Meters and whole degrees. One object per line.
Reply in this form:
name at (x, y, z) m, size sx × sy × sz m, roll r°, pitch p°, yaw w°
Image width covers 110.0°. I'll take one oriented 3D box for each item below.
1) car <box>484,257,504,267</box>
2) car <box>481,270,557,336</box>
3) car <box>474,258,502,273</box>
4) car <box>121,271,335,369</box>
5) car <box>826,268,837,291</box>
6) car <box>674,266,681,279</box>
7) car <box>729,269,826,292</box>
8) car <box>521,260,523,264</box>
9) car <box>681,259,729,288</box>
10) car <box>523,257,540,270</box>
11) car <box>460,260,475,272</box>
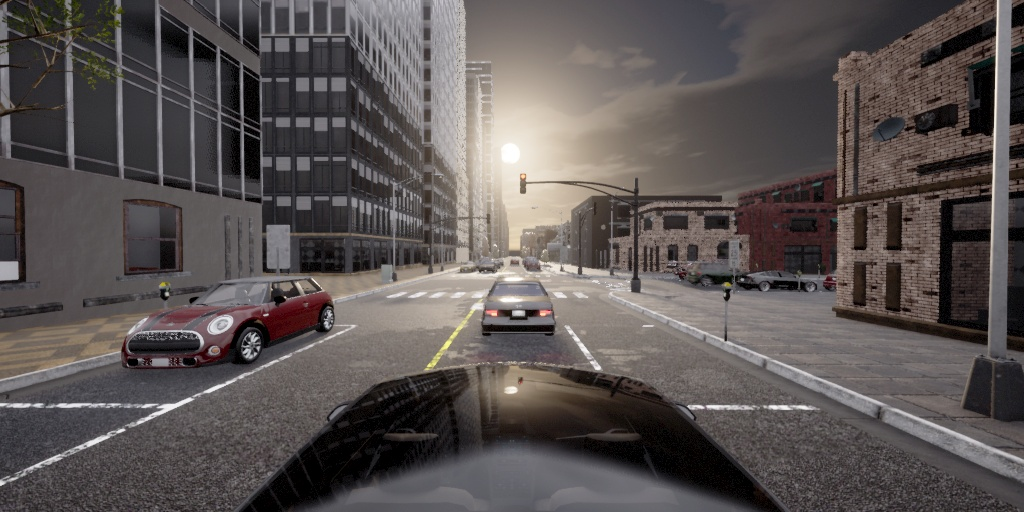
car at (-2.741, 1.228, 54.802) m, size 2.128 × 1.511 × 4.902 m, roll 0°, pitch 0°, yaw 0°
car at (0.157, 1.295, 10.338) m, size 2.033 × 1.411 × 5.357 m, roll 0°, pitch 0°, yaw 0°
car at (-2.801, 1.287, 43.339) m, size 2.033 × 1.411 × 5.357 m, roll 0°, pitch 0°, yaw 4°
car at (-5.654, 1.188, 7.774) m, size 1.967 × 1.591 × 4.097 m, roll 0°, pitch 0°, yaw 0°
car at (22.095, 1.473, 22.393) m, size 4.097 × 1.591 × 1.967 m, roll 0°, pitch 0°, yaw 1°
car at (16.710, 1.163, 30.879) m, size 5.009 × 1.841 × 2.192 m, roll 0°, pitch 0°, yaw 1°
car at (16.548, 1.546, 22.501) m, size 4.313 × 1.339 × 1.948 m, roll 0°, pitch 0°, yaw 1°
car at (3.094, 1.051, 62.542) m, size 2.192 × 1.841 × 5.009 m, roll 0°, pitch 0°, yaw 0°
car at (14.822, 1.273, 25.154) m, size 4.553 × 1.767 × 2.097 m, roll 1°, pitch 1°, yaw 2°
car at (3.018, 1.178, 51.254) m, size 1.967 × 1.591 × 4.097 m, roll 0°, pitch 0°, yaw 0°
car at (-5.539, 1.265, 45.552) m, size 1.751 × 1.417 × 4.829 m, roll 0°, pitch 0°, yaw 0°
